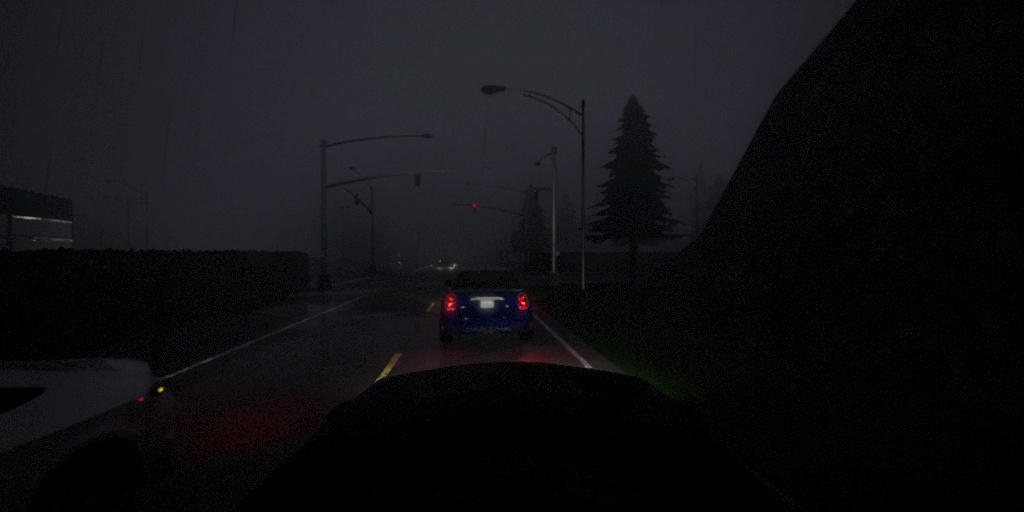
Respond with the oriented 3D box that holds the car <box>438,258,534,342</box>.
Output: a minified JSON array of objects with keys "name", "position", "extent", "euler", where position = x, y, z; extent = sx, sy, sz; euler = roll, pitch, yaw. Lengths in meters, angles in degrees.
[{"name":"car","position":[-0.768,1.040,9.810],"extent":[2.097,1.767,4.553],"euler":[0,0,-7]}]

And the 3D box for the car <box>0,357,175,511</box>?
[{"name":"car","position":[-3.702,1.288,1.117],"extent":[1.812,1.442,4.674],"euler":[0,0,-2]}]

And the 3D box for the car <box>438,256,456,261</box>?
[{"name":"car","position":[-9.609,0.725,52.303],"extent":[2.097,1.767,4.553],"euler":[0,1,-7]}]
